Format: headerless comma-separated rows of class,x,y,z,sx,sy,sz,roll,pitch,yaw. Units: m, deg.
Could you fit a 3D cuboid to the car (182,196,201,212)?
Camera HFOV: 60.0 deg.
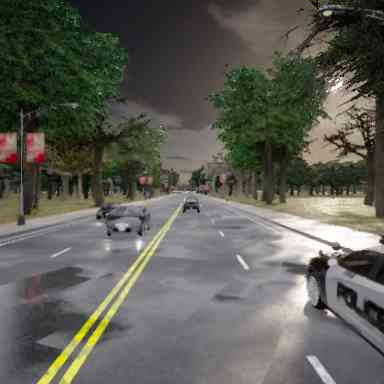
car,-0.075,1.509,38.681,1.837,1.490,4.892,0,0,0

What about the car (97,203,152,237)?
car,-3.340,1.498,18.301,2.128,1.511,4.902,0,0,0

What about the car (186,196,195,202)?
car,-0.267,1.547,73.448,1.994,1.385,4.181,0,0,0

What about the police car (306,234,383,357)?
police car,3.250,1.427,4.920,1.930,1.638,5.238,0,0,0

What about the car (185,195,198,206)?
car,-0.046,1.352,54.429,2.097,1.767,4.553,0,0,0

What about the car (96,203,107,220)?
car,-6.537,1.575,27.605,1.994,1.385,4.181,0,0,0
